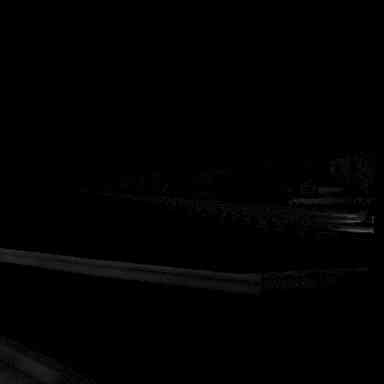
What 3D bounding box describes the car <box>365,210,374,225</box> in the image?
[{"bbox_3d":[13.278,1.432,20.868,1.837,1.490,4.892,0,0,-20],"label":"car"}]
